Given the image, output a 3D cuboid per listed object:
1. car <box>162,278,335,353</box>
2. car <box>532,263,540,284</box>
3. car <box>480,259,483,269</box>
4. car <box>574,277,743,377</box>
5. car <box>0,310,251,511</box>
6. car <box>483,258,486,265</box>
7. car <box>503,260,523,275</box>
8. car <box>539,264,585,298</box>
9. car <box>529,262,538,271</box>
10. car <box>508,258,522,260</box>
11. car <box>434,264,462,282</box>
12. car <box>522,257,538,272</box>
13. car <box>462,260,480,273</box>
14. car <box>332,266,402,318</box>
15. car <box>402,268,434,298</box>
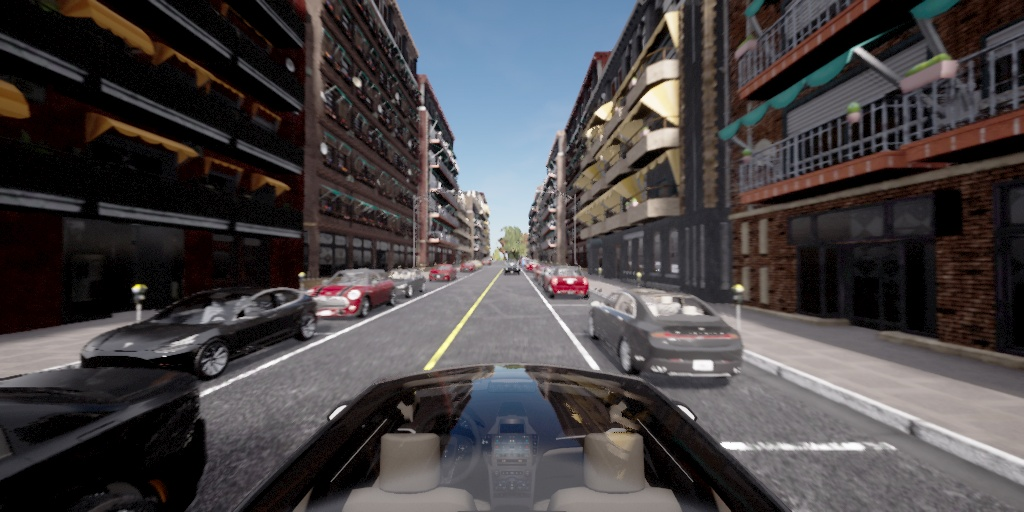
[{"bbox_3d":[-5.690,1.327,7.284,1.948,1.339,4.313,0,0,0],"label":"car"},{"bbox_3d":[2.687,1.351,24.230,2.007,1.370,4.403,0,0,0],"label":"car"},{"bbox_3d":[-5.702,1.391,52.407,1.751,1.417,4.829,0,0,0],"label":"car"},{"bbox_3d":[2.691,1.313,7.246,2.007,1.370,4.403,0,0,0],"label":"car"},{"bbox_3d":[-3.093,1.224,0.419,1.882,1.535,5.008,0,0,0],"label":"car"},{"bbox_3d":[-5.704,1.404,58.069,1.751,1.417,4.829,0,0,0],"label":"car"},{"bbox_3d":[-0.008,1.439,40.474,1.895,1.301,4.718,0,0,0],"label":"car"},{"bbox_3d":[2.688,1.227,18.569,1.967,1.591,4.097,0,0,0],"label":"car"},{"bbox_3d":[2.685,1.395,29.892,1.802,1.307,4.207,0,0,0],"label":"car"},{"bbox_3d":[-0.006,1.214,51.252,2.097,1.767,4.553,0,0,0],"label":"car"},{"bbox_3d":[-5.696,1.357,29.931,1.888,1.381,4.507,0,0,0],"label":"car"},{"bbox_3d":[2.681,1.293,46.878,1.967,1.591,4.097,0,0,0],"label":"car"},{"bbox_3d":[-5.701,1.397,46.916,1.888,1.381,4.507,0,0,0],"label":"car"},{"bbox_3d":[-5.692,1.213,12.946,1.967,1.591,4.097,0,0,0],"label":"car"},{"bbox_3d":[-5.693,1.337,18.607,2.007,1.370,4.403,0,0,0],"label":"car"}]
